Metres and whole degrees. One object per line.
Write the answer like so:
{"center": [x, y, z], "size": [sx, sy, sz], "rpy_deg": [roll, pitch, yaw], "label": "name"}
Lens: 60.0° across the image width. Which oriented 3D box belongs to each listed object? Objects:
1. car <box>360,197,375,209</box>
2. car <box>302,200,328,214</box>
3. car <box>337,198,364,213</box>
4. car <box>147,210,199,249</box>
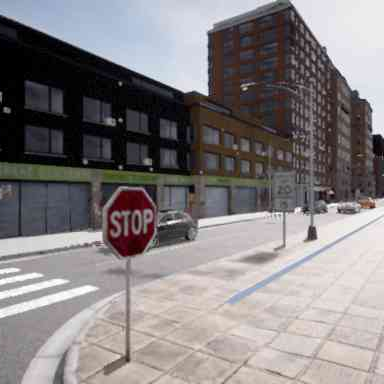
{"center": [25.907, 1.526, 49.624], "size": [2.097, 1.767, 4.553], "rpy_deg": [-1, 0, 35], "label": "car"}
{"center": [13.854, 1.659, 37.425], "size": [1.837, 1.490, 4.892], "rpy_deg": [-1, -1, 35], "label": "car"}
{"center": [18.273, 1.738, 38.660], "size": [1.895, 1.301, 4.718], "rpy_deg": [-1, 0, 35], "label": "car"}
{"center": [-1.561, 1.610, 15.369], "size": [1.837, 1.490, 4.892], "rpy_deg": [-1, 0, 35], "label": "car"}
